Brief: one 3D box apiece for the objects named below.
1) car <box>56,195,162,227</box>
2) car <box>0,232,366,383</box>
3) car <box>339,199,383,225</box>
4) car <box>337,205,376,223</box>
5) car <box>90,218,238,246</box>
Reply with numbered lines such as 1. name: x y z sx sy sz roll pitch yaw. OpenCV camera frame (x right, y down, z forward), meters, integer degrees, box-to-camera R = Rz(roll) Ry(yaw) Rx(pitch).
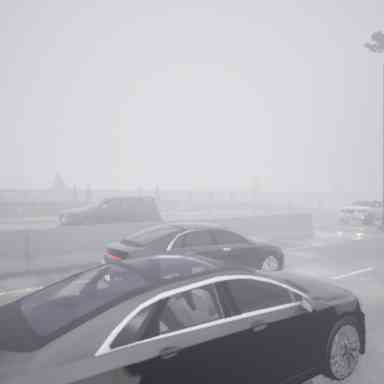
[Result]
1. car: -4.328 1.221 18.079 5.566 2.045 2.150 0 0 -35
2. car: 0.094 1.492 3.813 4.902 1.511 2.128 0 0 -36
3. car: 14.237 1.599 26.935 5.566 2.045 2.150 4 -2 -35
4. car: 19.391 2.627 39.197 4.553 1.767 2.097 7 -4 -35
5. car: 0.252 1.506 8.224 4.892 1.490 1.837 0 0 -35
